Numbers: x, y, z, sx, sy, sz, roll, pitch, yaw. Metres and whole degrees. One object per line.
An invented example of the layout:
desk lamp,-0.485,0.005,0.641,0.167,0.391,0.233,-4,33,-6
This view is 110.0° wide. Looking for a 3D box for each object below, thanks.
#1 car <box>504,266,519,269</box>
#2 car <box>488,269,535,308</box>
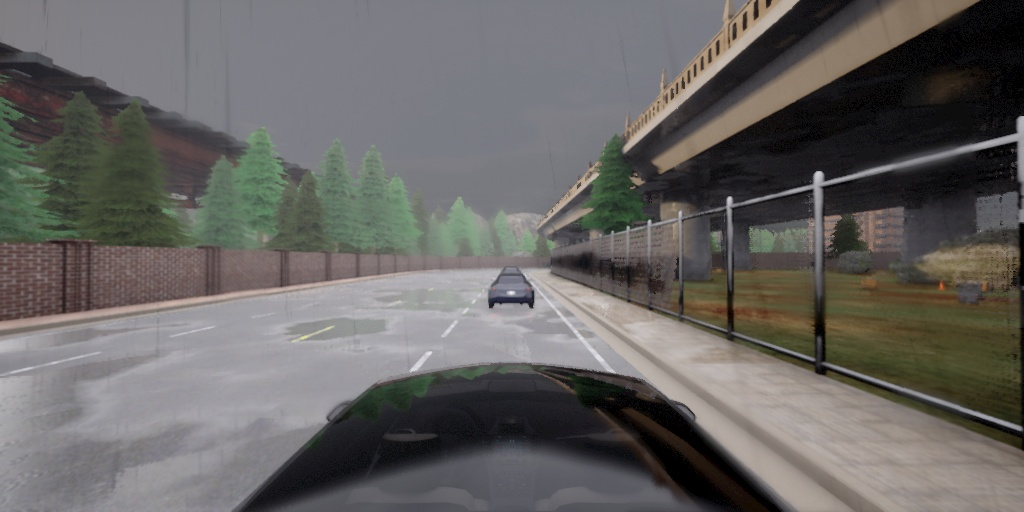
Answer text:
car,-0.070,1.582,31.170,1.994,1.385,4.181,0,0,0
car,-0.028,1.446,16.159,1.994,1.385,4.181,0,0,0
